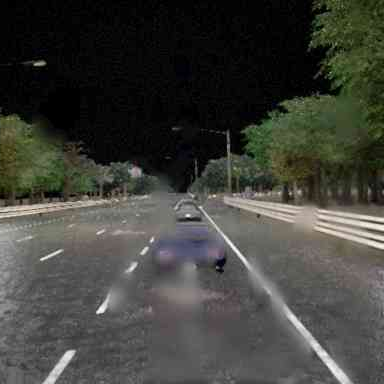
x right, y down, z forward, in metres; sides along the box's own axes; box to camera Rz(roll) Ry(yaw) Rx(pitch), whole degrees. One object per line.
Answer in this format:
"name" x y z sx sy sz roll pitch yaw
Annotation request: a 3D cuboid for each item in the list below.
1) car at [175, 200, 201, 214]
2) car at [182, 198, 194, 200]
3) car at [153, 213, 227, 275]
"car" -0.288 1.567 24.702 1.994 1.385 4.181 -2 0 -1
"car" -0.490 1.500 39.553 2.128 1.511 4.902 -2 0 -1
"car" -0.086 1.600 10.528 1.895 1.301 4.718 -2 0 -1
